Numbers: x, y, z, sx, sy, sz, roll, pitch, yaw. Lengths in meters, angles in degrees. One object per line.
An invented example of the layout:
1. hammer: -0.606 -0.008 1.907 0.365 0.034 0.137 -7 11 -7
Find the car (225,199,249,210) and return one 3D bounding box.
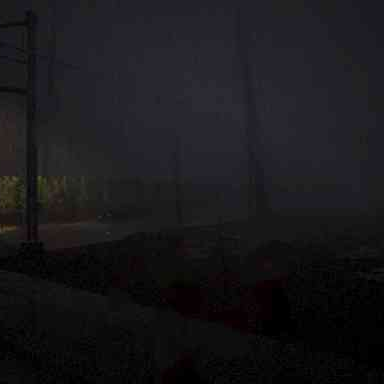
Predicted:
1. car: 6.335 1.723 46.519 1.837 1.490 4.892 -1 -1 33

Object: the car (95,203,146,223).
1. car: -5.830 1.711 27.604 1.837 1.490 4.892 -1 0 33
